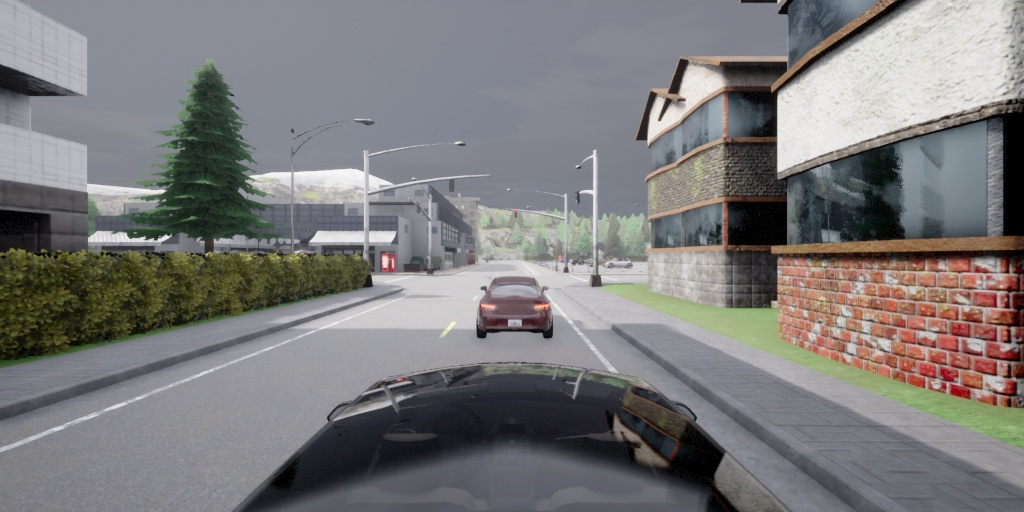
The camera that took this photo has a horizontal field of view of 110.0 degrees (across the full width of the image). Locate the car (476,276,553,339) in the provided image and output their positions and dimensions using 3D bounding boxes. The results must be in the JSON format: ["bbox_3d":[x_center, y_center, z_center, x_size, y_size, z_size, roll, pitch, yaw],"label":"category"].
[{"bbox_3d":[0.071,1.276,10.003,1.812,1.442,4.674,0,0,0],"label":"car"}]
